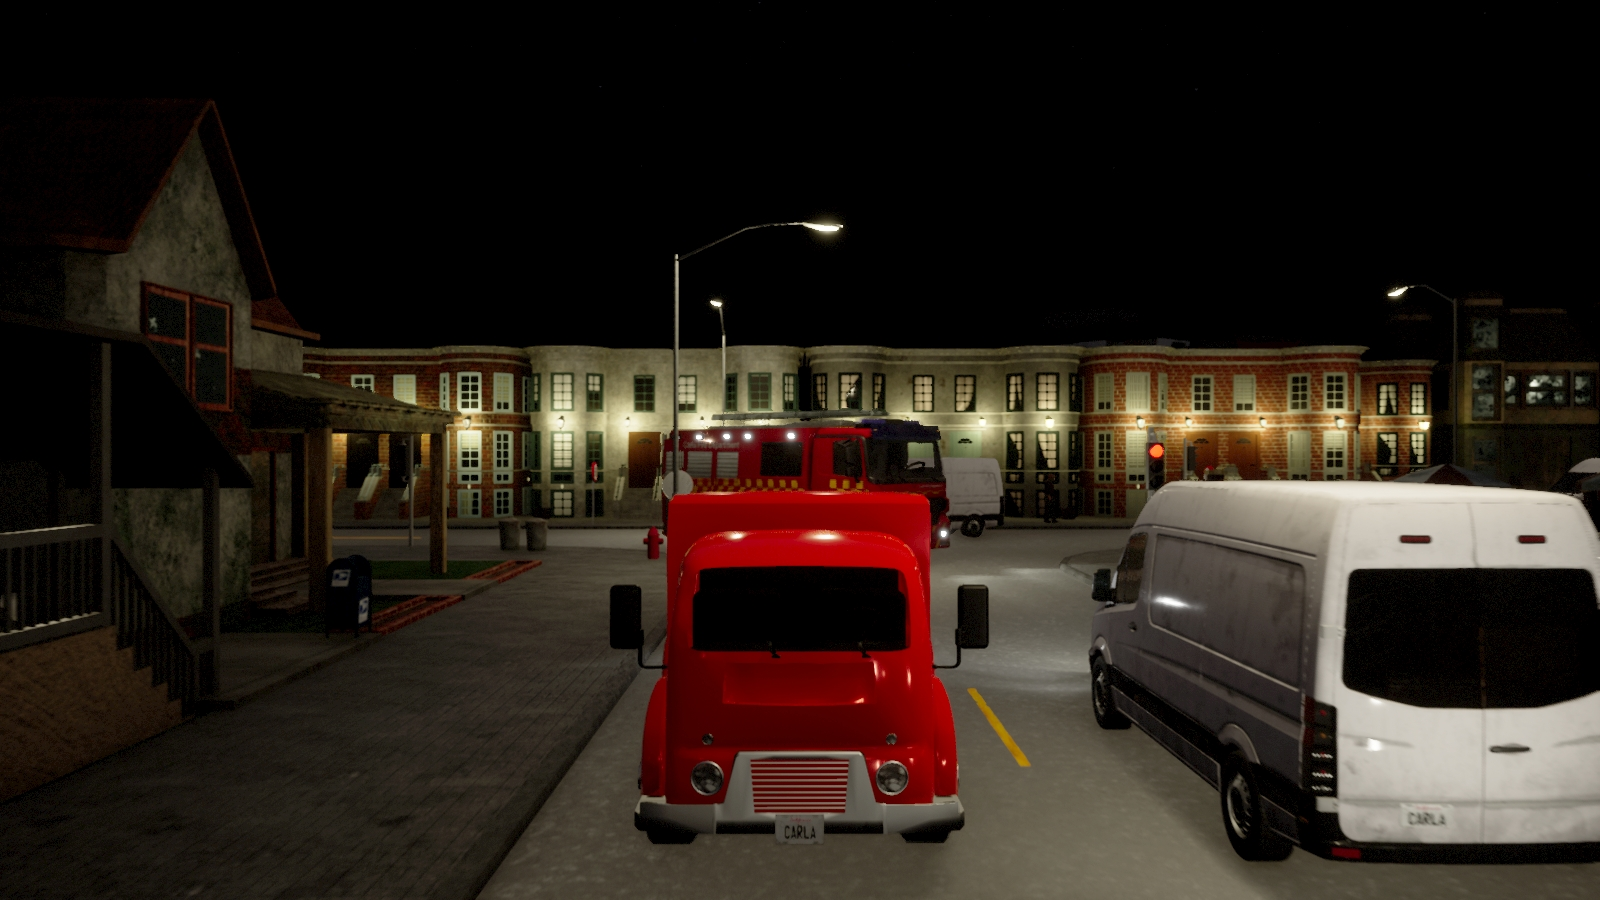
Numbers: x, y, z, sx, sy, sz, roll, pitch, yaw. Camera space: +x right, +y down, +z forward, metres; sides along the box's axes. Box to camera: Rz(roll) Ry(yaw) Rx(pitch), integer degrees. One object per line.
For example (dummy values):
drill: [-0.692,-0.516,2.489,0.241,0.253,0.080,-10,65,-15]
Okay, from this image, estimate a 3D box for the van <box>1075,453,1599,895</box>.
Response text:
van: [4.009,1.313,9.613,1.988,2.561,5.915,0,0,0]

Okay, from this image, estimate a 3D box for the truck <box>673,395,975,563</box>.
truck: [0.346,0.666,30.168,2.891,3.827,8.468,0,0,-43]

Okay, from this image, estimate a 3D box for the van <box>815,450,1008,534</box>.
van: [3.602,1.311,36.807,5.915,2.561,1.988,0,0,-20]

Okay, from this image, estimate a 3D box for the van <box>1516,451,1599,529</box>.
van: [27.545,1.310,38.243,5.915,2.561,1.988,0,0,0]

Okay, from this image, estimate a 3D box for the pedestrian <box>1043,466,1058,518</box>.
pedestrian: [9.092,1.519,41.469,0.375,1.860,0.375,0,0,-38]

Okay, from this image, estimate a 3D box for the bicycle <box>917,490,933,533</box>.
bicycle: [3.982,1.935,36.437,0.329,1.271,1.835,0,0,0]

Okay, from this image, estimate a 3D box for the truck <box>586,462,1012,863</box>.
truck: [-0.014,1.364,9.675,2.627,2.467,5.204,0,-1,0]
